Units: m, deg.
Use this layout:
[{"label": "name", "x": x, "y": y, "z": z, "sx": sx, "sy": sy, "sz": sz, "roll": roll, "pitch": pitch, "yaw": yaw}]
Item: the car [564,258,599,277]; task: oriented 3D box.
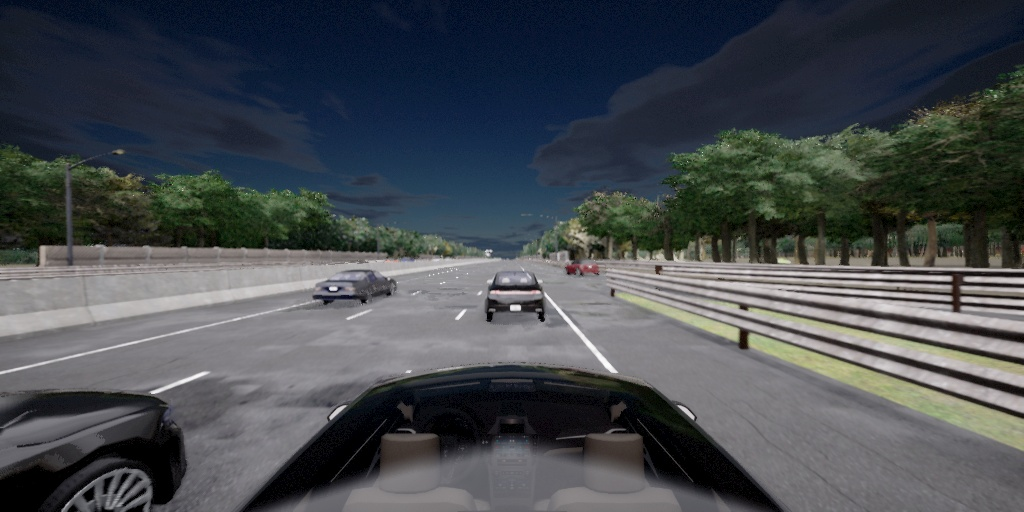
[{"label": "car", "x": 6.990, "y": 1.102, "z": 36.567, "sx": 2.097, "sy": 1.767, "sz": 4.553, "roll": -2, "pitch": 0, "yaw": -14}]

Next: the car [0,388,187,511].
[{"label": "car", "x": -3.400, "y": 1.240, "z": 0.710, "sx": 2.128, "sy": 1.511, "sz": 4.902, "roll": 0, "pitch": 0, "yaw": 0}]

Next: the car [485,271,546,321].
[{"label": "car", "x": 0.102, "y": 1.257, "z": 12.549, "sx": 2.128, "sy": 1.511, "sz": 4.902, "roll": 0, "pitch": 0, "yaw": 0}]

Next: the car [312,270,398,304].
[{"label": "car", "x": -6.897, "y": 1.320, "z": 16.345, "sx": 2.033, "sy": 1.411, "sz": 5.357, "roll": 0, "pitch": 0, "yaw": 0}]
